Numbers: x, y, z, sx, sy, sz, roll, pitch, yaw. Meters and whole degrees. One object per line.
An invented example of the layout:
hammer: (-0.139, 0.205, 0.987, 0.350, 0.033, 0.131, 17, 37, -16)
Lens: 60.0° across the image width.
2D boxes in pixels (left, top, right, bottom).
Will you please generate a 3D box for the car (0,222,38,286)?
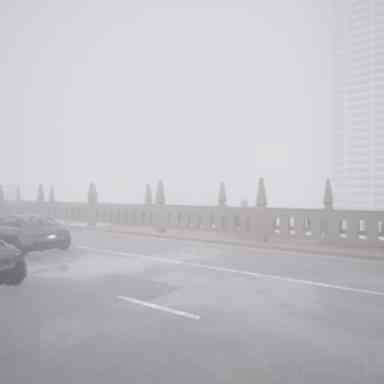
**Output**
car: (-5.964, 1.564, 8.247, 4.181, 1.385, 1.994, 0, 0, 36)

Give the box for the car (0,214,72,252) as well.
car: (-6.624, 1.564, 13.018, 4.181, 1.385, 1.994, 0, 0, 36)
